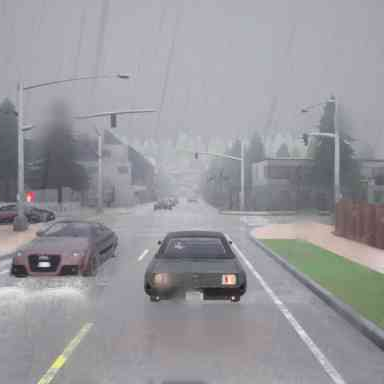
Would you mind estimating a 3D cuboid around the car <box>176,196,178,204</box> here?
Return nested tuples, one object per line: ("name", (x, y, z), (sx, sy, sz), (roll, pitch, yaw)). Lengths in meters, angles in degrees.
("car", (-3.551, 1.526, 52.229), (1.812, 1.442, 4.674), (0, 0, 0))

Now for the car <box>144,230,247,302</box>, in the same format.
("car", (0.075, 1.601, 8.208), (1.895, 1.301, 4.718), (0, 0, 0))

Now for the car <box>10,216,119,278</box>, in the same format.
("car", (-3.546, 1.564, 10.015), (1.994, 1.385, 4.181), (0, 0, 1))

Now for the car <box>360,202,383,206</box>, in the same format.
("car", (15.323, 1.582, 29.261), (4.718, 1.301, 1.895), (0, 0, -8))

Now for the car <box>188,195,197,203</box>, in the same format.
("car", (0.061, 1.595, 71.439), (1.895, 1.301, 4.718), (0, 0, 0))

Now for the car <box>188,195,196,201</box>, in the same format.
("car", (0.067, 1.478, 81.475), (1.882, 1.535, 5.008), (0, 0, 0))

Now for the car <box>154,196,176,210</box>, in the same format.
("car", (-3.564, 1.352, 41.994), (2.097, 1.767, 4.553), (0, 0, 0))

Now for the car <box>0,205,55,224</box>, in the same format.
("car", (-11.991, 1.579, 23.578), (4.181, 1.385, 1.994), (0, 0, -2))
